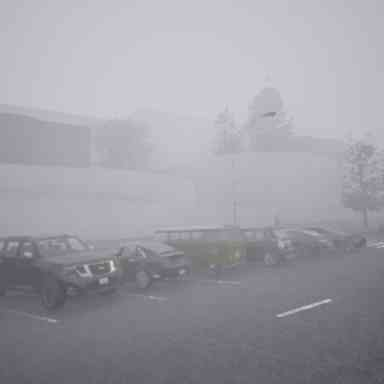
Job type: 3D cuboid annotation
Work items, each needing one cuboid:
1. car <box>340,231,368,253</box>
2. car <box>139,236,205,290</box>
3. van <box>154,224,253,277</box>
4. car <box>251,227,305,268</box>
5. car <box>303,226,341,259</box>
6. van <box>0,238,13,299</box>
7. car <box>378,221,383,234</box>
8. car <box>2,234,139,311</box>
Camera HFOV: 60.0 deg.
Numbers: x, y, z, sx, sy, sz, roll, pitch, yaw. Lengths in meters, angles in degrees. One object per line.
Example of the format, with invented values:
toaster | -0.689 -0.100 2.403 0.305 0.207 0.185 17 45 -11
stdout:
car | 7.547 2.707 19.456 4.792 1.488 2.163 -7 -6 35
car | -2.299 2.681 12.657 4.892 1.521 2.231 -7 -6 35
van | 0.039 2.467 14.445 4.442 1.987 1.878 -7 -6 35
car | 2.617 2.552 16.053 4.553 1.767 2.185 -7 -6 35
car | 5.055 2.720 17.753 4.674 1.452 2.002 -7 -6 35
van | -7.121 2.444 9.219 4.442 1.987 1.878 -7 -6 35
car | 17.414 2.708 26.297 4.792 1.488 2.163 -7 -6 35
car | -4.742 2.428 10.972 5.566 2.045 2.435 -7 -6 35
